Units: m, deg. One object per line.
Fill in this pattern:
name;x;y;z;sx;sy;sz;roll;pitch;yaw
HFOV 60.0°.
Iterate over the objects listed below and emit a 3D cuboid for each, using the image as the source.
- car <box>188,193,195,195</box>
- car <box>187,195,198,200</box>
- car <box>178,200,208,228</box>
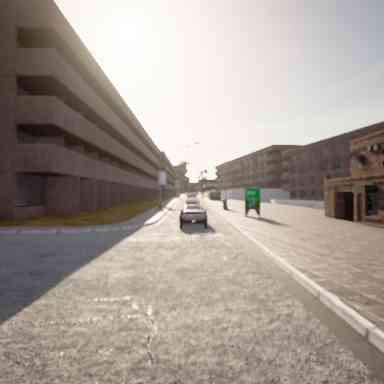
car;0.020;0.936;72.255;1.994;1.385;4.181;0;0;0
car;0.112;1.442;41.780;1.812;1.442;4.674;0;1;0
car;0.106;1.587;22.921;2.128;1.511;4.902;0;0;0
